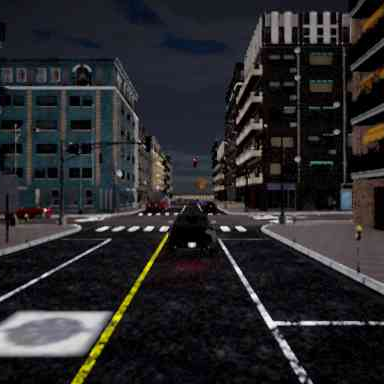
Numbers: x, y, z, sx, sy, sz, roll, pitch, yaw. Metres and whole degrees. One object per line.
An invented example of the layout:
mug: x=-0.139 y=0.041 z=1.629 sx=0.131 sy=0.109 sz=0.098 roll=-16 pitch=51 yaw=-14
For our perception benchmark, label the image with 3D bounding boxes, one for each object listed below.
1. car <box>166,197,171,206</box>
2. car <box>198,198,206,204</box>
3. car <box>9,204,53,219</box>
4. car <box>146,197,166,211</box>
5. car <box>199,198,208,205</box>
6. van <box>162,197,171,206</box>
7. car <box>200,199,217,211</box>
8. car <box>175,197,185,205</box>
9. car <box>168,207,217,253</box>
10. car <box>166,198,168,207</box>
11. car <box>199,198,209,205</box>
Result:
car: x=-5.306 y=2.119 z=63.610 sx=1.887 sy=1.381 sz=4.507 roll=0 pitch=0 yaw=0
car: x=2.577 y=2.315 z=85.817 sx=2.008 sy=1.369 sz=4.403 roll=0 pitch=0 yaw=0
car: x=-16.911 y=1.960 z=34.795 sx=4.097 sy=1.590 sz=1.967 roll=-1 pitch=0 yaw=0
car: x=-5.308 y=1.744 z=46.956 sx=2.192 sy=1.841 sz=5.009 roll=0 pitch=-1 yaw=0
car: x=2.575 y=2.110 z=74.714 sx=1.967 sy=1.590 sz=4.097 roll=0 pitch=0 yaw=0
van: x=-5.305 y=1.963 z=69.163 sx=1.690 sy=1.788 sz=3.998 roll=0 pitch=0 yaw=0
car: x=2.572 y=1.995 z=46.954 sx=1.947 sy=1.339 sz=4.313 roll=0 pitch=-1 yaw=0
car: x=-2.743 y=2.015 z=74.207 sx=2.097 sy=1.767 sz=4.553 roll=0 pitch=0 yaw=0
car: x=0.006 y=1.642 z=14.308 sx=1.837 sy=1.490 sz=4.892 roll=0 pitch=0 yaw=0
car: x=-5.308 y=2.023 z=52.506 sx=1.887 sy=1.381 sz=4.507 roll=0 pitch=-1 yaw=0
car: x=2.573 y=2.108 z=58.057 sx=1.802 sy=1.307 sz=4.206 roll=0 pitch=0 yaw=0
